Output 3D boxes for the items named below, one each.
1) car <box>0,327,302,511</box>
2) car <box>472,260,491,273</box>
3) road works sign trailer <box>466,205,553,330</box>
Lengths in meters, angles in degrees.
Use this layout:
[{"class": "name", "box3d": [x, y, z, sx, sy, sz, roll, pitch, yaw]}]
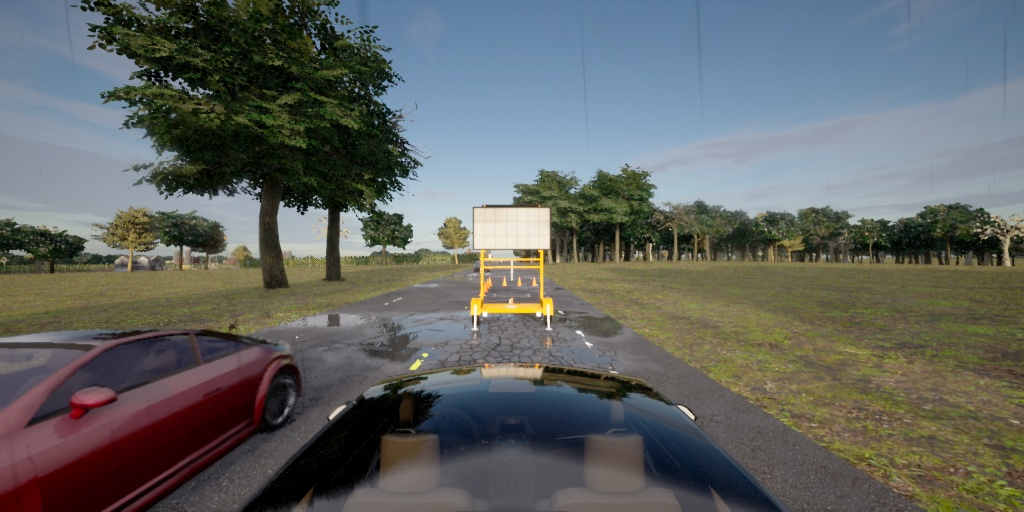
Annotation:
[{"class": "car", "box3d": [-3.599, 1.314, 2.745, 1.994, 1.385, 4.181, 0, 0, 0]}, {"class": "car", "box3d": [-3.611, 1.283, 43.163, 1.837, 1.490, 4.892, 0, 0, 0]}, {"class": "road works sign trailer", "box3d": [-0.003, 0.218, 11.126, 2.380, 3.560, 2.880, 0, 0, 0]}]
